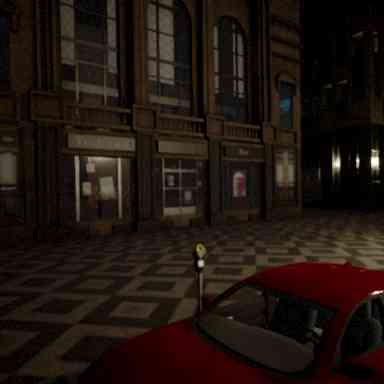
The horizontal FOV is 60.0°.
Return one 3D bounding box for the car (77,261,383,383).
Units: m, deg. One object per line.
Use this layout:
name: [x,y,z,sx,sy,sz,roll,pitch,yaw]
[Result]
car: [1.143,1.485,3.303,4.507,1.381,1.887,-1,1,-35]
